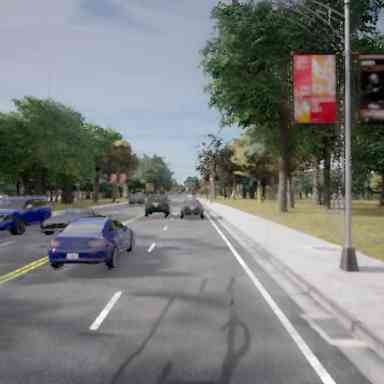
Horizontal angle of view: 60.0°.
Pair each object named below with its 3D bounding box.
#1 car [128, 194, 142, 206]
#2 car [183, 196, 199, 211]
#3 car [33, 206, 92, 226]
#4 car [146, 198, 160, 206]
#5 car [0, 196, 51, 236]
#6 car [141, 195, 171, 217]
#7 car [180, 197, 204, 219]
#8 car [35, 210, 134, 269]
[{"bbox_3d":[-10.147,1.416,60.920,2.150,2.045,5.566,0,0,0],"label":"car"},{"bbox_3d":[-0.146,1.467,44.217,2.097,1.767,4.553,0,0,0],"label":"car"},{"bbox_3d":[-6.640,1.583,18.962,2.033,1.411,5.357,0,0,0],"label":"car"},{"bbox_3d":[-6.884,1.783,58.819,1.895,1.301,4.718,0,0,0],"label":"car"},{"bbox_3d":[-9.898,1.257,18.895,2.150,2.045,5.566,0,0,0],"label":"car"},{"bbox_3d":[-3.271,1.294,32.429,2.150,2.045,5.566,0,0,-1],"label":"car"},{"bbox_3d":[0.002,1.418,30.318,2.097,1.767,4.553,0,0,0],"label":"car"},{"bbox_3d":[-3.165,1.544,11.114,1.812,1.442,4.674,0,0,0],"label":"car"}]
